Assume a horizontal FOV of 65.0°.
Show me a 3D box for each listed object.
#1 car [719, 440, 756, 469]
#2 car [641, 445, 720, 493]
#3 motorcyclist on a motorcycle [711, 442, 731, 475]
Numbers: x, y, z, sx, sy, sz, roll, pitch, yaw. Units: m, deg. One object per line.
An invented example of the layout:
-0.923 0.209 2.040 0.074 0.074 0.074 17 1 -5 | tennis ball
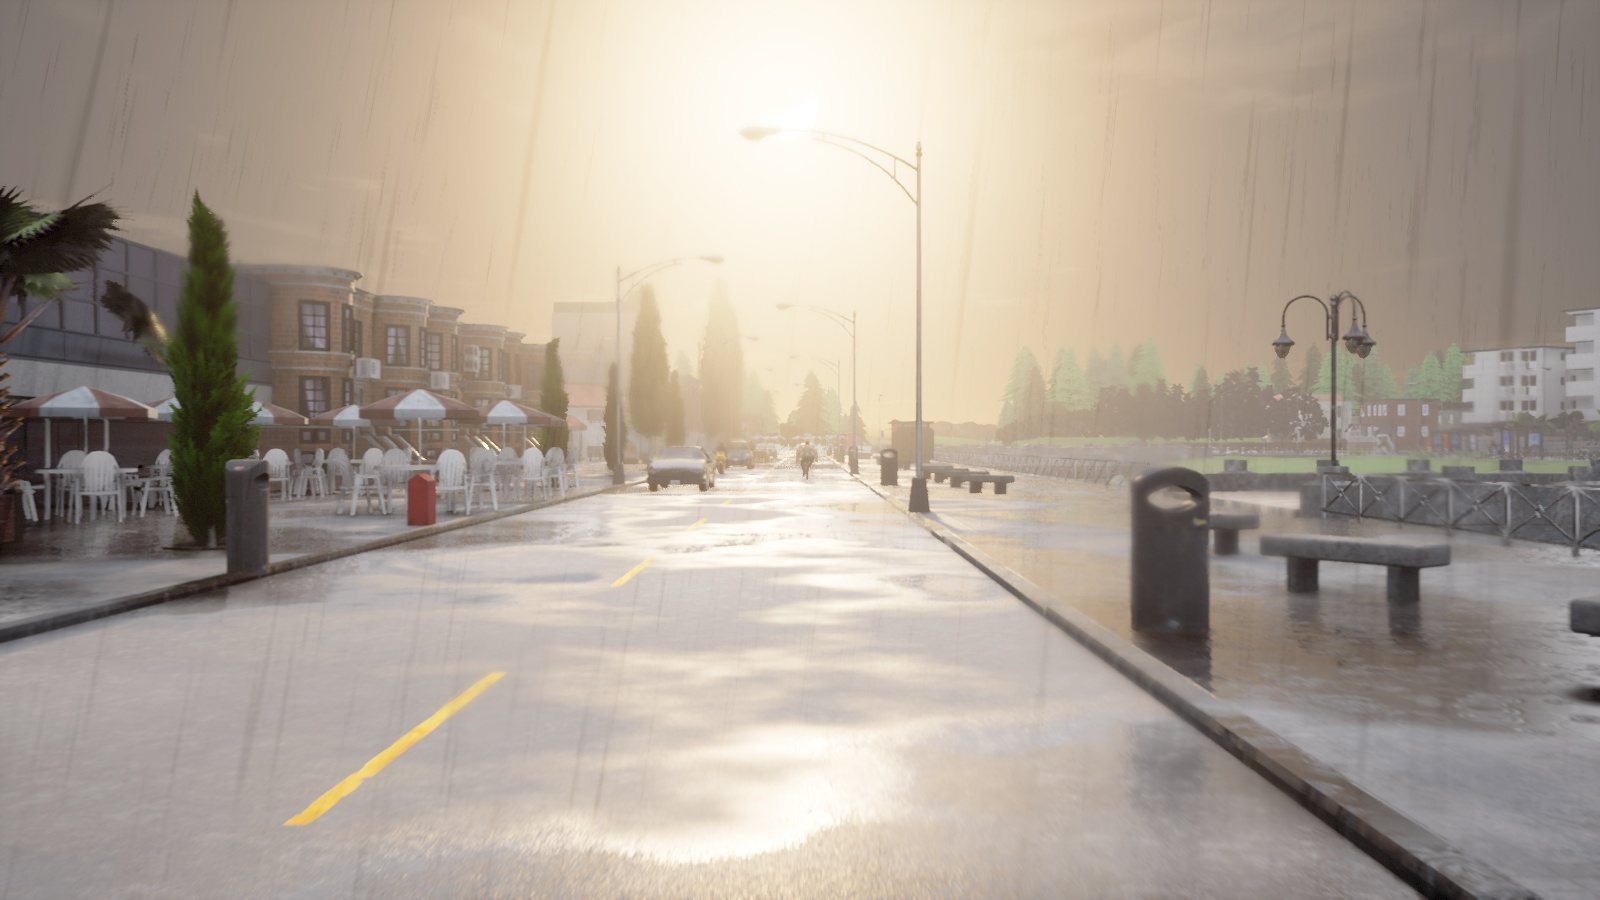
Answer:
-3.582 0.234 72.478 1.851 1.617 3.988 0 0 1 | car
-3.767 0.563 40.455 2.033 1.411 5.357 0 0 0 | car
-3.671 0.395 58.700 0.797 1.523 2.044 0 0 0 | motorcyclist on a motorcycle
